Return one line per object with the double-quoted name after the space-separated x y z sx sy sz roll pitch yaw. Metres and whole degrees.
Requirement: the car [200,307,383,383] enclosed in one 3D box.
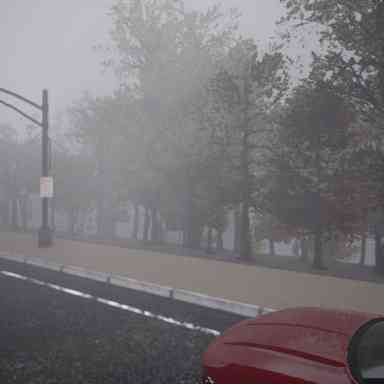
2.344 1.478 2.012 5.008 1.535 1.882 0 0 35 "car"
